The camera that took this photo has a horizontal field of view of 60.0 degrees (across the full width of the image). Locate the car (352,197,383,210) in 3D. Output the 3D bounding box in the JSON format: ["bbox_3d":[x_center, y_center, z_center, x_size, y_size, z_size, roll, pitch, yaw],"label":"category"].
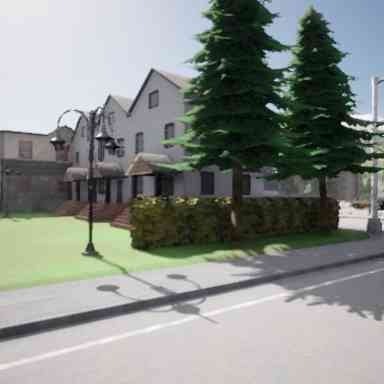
[{"bbox_3d":[25.658,1.641,48.142,1.932,1.855,4.605,1,0,-36],"label":"car"}]

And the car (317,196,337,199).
[{"bbox_3d":[28.405,1.797,71.562,1.905,1.878,3.866,1,0,-36],"label":"car"}]

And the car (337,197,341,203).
[{"bbox_3d":[30.519,1.850,73.596,1.932,1.855,4.605,1,0,-36],"label":"car"}]
